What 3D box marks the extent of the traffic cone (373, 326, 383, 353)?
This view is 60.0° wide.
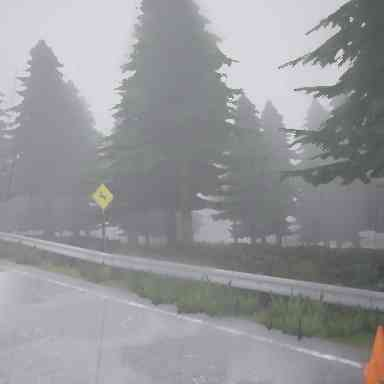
[{"bbox_3d":[2.328,1.956,4.109,0.340,0.580,0.340,0,0,34],"label":"traffic cone"}]

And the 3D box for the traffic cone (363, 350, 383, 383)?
[{"bbox_3d":[1.783,1.956,3.273,0.340,0.580,0.340,0,0,33],"label":"traffic cone"}]
